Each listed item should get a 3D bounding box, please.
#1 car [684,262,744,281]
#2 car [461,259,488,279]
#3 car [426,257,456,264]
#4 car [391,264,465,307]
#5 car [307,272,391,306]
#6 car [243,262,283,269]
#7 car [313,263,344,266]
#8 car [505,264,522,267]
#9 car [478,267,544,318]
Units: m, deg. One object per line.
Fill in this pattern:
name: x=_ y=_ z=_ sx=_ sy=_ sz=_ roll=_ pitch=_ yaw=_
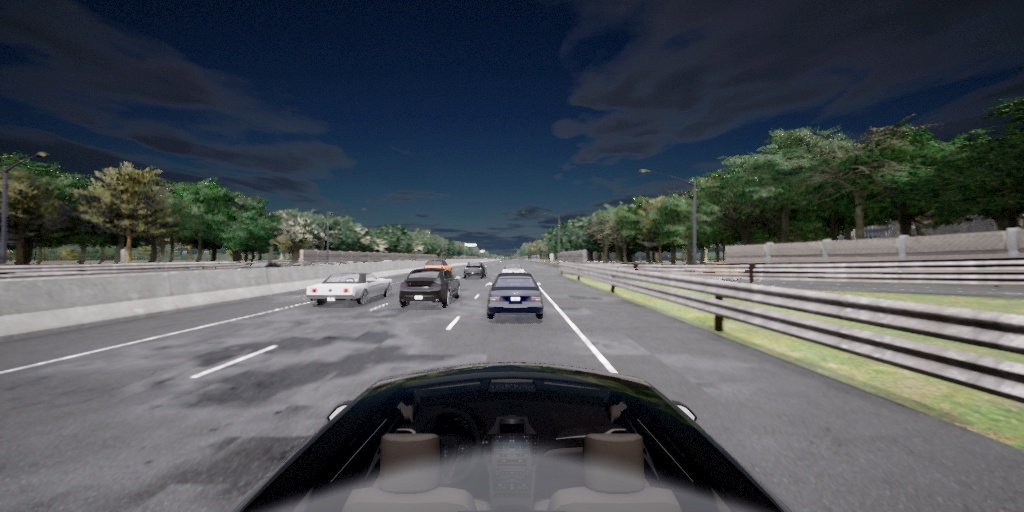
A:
car: x=16.954 y=1.308 z=30.367 sx=1.882 sy=1.535 sz=5.008 roll=1 pitch=-1 yaw=-21
car: x=-3.400 y=1.291 z=33.699 sx=2.128 sy=1.511 sz=4.902 roll=0 pitch=0 yaw=0
car: x=-6.900 y=1.151 z=33.453 sx=2.097 sy=1.767 sz=4.553 roll=0 pitch=0 yaw=0
car: x=-3.400 y=1.265 z=15.489 sx=1.837 sy=1.490 sz=4.892 roll=0 pitch=0 yaw=0
car: x=-6.900 y=1.361 z=15.912 sx=1.895 sy=1.301 sz=4.718 roll=0 pitch=0 yaw=0
car: x=-24.546 y=1.330 z=35.451 sx=1.812 sy=1.442 sz=4.674 roll=0 pitch=0 yaw=0
car: x=-17.540 y=1.408 z=35.978 sx=1.895 sy=1.301 sz=4.718 roll=0 pitch=0 yaw=1
car: x=0.093 y=1.396 z=32.189 sx=1.895 sy=1.301 sz=4.718 roll=0 pitch=0 yaw=0
car: x=0.100 y=1.305 z=13.018 sx=2.033 sy=1.411 sz=5.357 roll=0 pitch=0 yaw=0
